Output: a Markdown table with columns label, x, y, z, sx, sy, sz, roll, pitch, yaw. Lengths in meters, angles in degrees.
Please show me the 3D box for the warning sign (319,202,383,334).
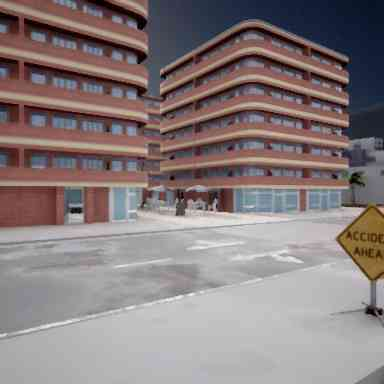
| label | x | y | z | sx | sy | sz | roll | pitch | yaw |
| --- | --- | --- | --- | --- | --- | --- | --- | --- | --- |
| warning sign | 2.971 | 1.114 | 5.435 | 1.060 | 1.860 | 1.300 | 0 | 0 | -35 |
